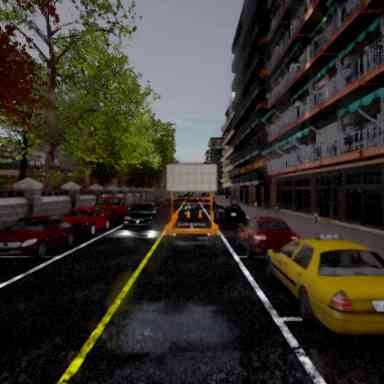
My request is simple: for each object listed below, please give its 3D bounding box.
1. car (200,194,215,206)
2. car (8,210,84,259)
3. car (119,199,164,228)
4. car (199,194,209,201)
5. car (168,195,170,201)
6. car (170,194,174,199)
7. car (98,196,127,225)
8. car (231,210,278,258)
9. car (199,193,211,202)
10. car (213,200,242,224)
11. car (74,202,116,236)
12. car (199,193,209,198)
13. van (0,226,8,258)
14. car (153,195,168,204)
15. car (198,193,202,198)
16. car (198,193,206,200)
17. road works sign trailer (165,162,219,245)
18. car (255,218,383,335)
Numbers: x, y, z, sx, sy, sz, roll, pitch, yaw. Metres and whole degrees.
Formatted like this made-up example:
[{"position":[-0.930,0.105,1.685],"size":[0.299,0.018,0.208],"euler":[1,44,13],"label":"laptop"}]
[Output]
[{"position":[2.659,1.391,51.687],"size":[1.887,1.381,4.507],"euler":[0,0,0],"label":"car"},{"position":[-5.698,1.540,12.269],"size":[1.802,1.307,4.206],"euler":[0,0,0],"label":"car"},{"position":[-3.113,1.434,21.403],"size":[1.837,1.490,4.892],"euler":[0,0,0],"label":"car"},{"position":[2.646,1.238,74.208],"size":[1.967,1.590,4.097],"euler":[0,0,0],"label":"car"},{"position":[-5.729,1.262,62.940],"size":[1.967,1.590,4.097],"euler":[0,0,0],"label":"car"},{"position":[-5.734,1.348,74.202],"size":[2.008,1.369,4.403],"euler":[0,0,0],"label":"car"},{"position":[-5.705,1.238,23.531],"size":[2.192,1.841,5.009],"euler":[0,0,0],"label":"car"},{"position":[2.682,1.540,12.275],"size":[1.802,1.307,4.206],"euler":[0,0,0],"label":"car"},{"position":[2.648,1.125,68.576],"size":[2.192,1.841,5.009],"euler":[0,0,0],"label":"car"},{"position":[2.675,1.489,23.537],"size":[1.947,1.339,4.313],"euler":[0,0,0],"label":"car"},{"position":[-5.702,1.485,17.899],"size":[1.887,1.381,4.507],"euler":[0,0,0],"label":"car"},{"position":[2.655,1.378,57.317],"size":[1.887,1.381,4.507],"euler":[0,0,0],"label":"car"},{"position":[-5.695,1.318,6.637],"size":[1.690,1.788,3.998],"euler":[0,0,0],"label":"van"},{"position":[-5.725,1.274,57.312],"size":[1.967,1.590,4.097],"euler":[0,0,0],"label":"car"},{"position":[2.652,1.262,62.946],"size":[1.967,1.590,4.097],"euler":[0,0,0],"label":"car"},{"position":[2.635,1.206,91.098],"size":[1.967,1.590,4.097],"euler":[0,0,0],"label":"car"},{"position":[-0.009,0.413,15.291],"size":[2.380,3.560,2.880],"euler":[0,0,0],"label":"road works sign trailer"},{"position":[2.686,1.501,6.814],"size":[1.752,1.417,4.829],"euler":[0,0,0],"label":"car"}]
